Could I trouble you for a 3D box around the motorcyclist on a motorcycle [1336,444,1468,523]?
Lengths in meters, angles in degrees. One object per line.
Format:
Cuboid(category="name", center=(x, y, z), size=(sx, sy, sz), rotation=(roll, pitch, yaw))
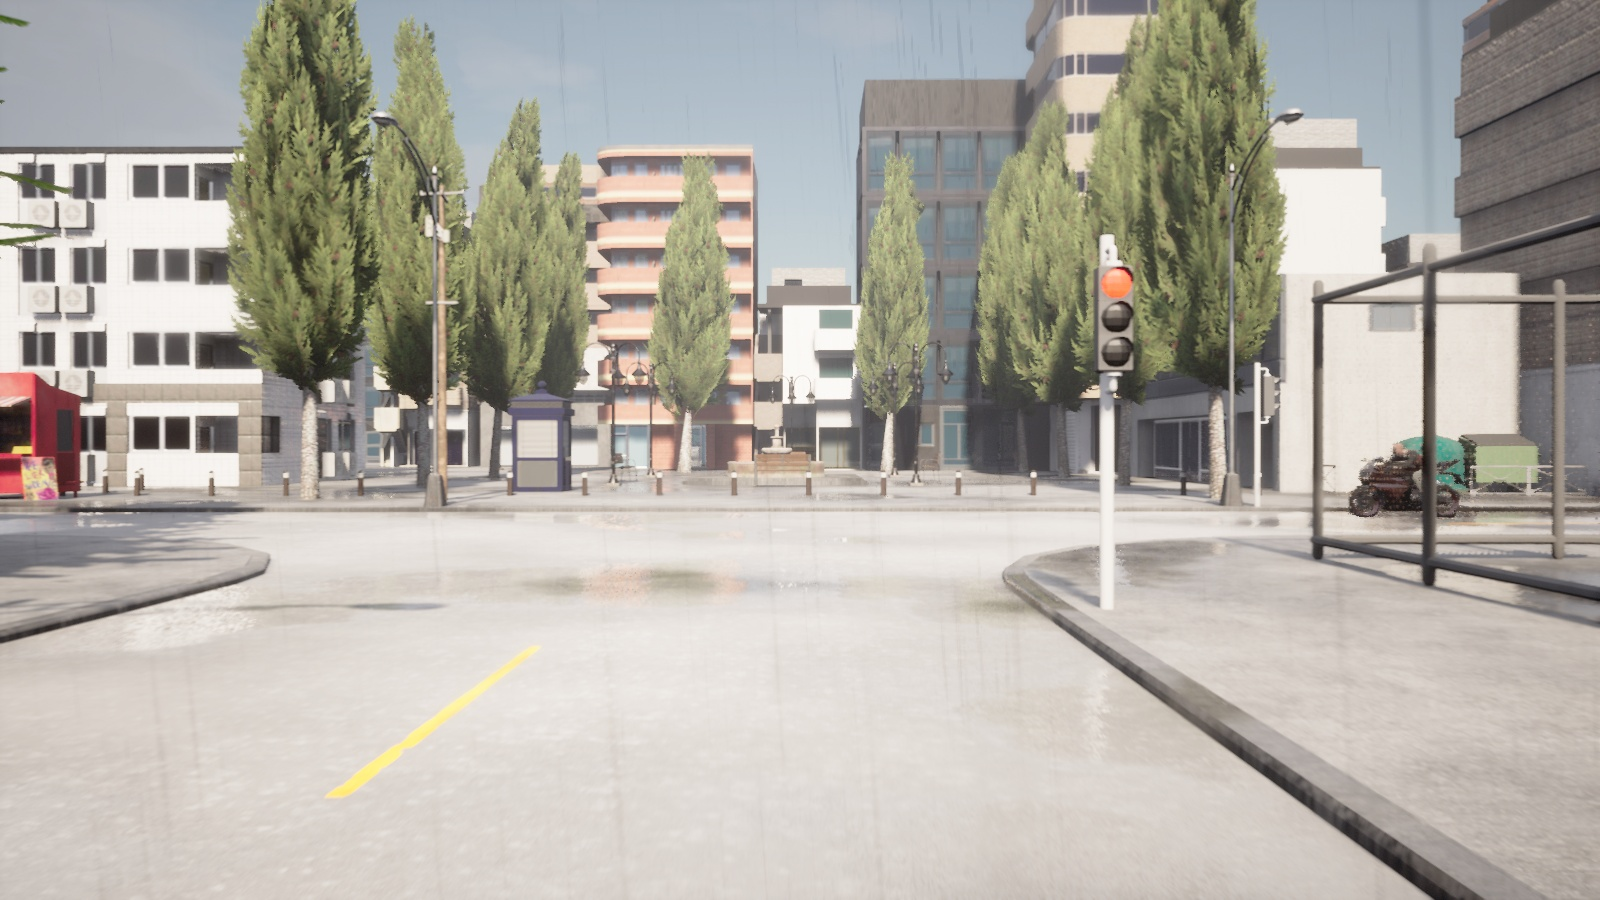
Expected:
Cuboid(category="motorcyclist on a motorcycle", center=(11.890, 0.651, 24.864), size=(2.191, 1.530, 0.866), rotation=(0, 0, 0))
